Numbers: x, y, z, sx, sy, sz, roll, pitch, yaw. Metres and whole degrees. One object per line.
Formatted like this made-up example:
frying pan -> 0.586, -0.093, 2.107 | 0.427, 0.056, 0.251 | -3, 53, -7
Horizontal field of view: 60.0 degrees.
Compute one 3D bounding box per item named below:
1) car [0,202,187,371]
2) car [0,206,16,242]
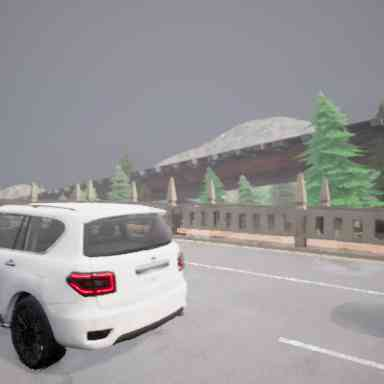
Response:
car -> -2.676, 1.196, 5.901 | 5.566, 2.045, 2.150 | 0, 0, 36
car -> -10.541, 1.424, 15.813 | 4.892, 1.490, 1.837 | 0, 0, 36
